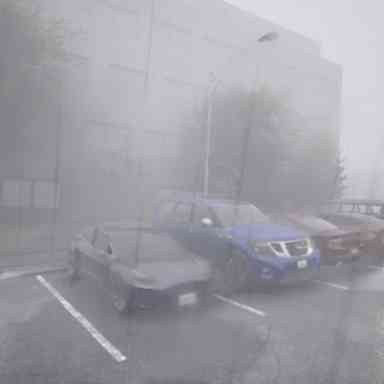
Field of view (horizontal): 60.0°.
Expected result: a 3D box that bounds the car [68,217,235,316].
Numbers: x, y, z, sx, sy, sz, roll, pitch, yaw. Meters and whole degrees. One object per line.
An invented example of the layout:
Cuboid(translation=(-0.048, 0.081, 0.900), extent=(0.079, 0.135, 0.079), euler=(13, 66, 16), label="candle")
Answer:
Cuboid(translation=(-1.469, 1.506, 7.885), extent=(2.163, 1.488, 4.792), euler=(0, 0, -36), label="car")

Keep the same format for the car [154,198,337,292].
Cuboid(translation=(0.804, 1.222, 9.508), extent=(2.435, 2.045, 5.566), euler=(0, 0, -36), label="car")

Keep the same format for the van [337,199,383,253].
Cuboid(translation=(7.522, 1.305, 14.480), extent=(1.878, 1.987, 4.442), euler=(1, -1, -36), label="van")
